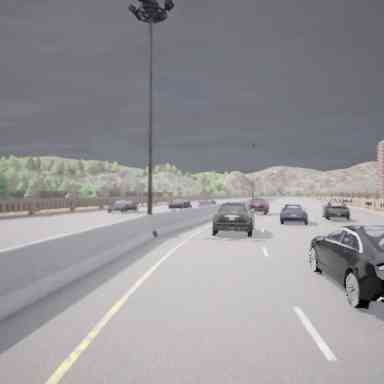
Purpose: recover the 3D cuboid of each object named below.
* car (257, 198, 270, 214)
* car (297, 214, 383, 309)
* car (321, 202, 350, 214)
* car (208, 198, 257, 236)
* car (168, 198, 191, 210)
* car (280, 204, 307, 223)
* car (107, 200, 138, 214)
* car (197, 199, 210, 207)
[{"bbox_3d":[7.290,1.442,36.270,2.097,1.767,4.553,0,0,17],"label":"car"},{"bbox_3d":[4.161,1.511,7.791,2.128,1.511,4.902,0,0,6],"label":"car"},{"bbox_3d":[12.327,1.575,28.687,2.128,1.511,4.902,0,0,16],"label":"car"},{"bbox_3d":[2.466,1.378,18.967,2.097,1.767,4.553,0,0,12],"label":"car"},{"bbox_3d":[-1.584,1.563,43.850,1.882,1.535,5.008,0,0,17],"label":"car"},{"bbox_3d":[7.767,1.622,25.507,1.994,1.385,4.181,0,0,16],"label":"car"},{"bbox_3d":[-7.497,1.565,36.459,1.812,1.442,4.674,0,0,17],"label":"car"},{"bbox_3d":[2.017,1.663,43.662,1.994,1.385,4.181,0,0,17],"label":"car"}]
